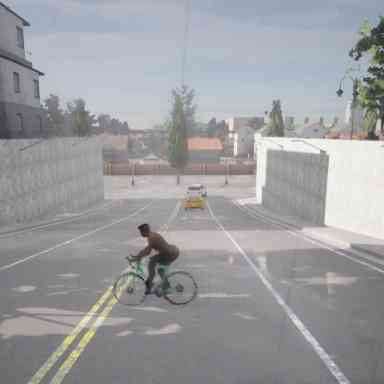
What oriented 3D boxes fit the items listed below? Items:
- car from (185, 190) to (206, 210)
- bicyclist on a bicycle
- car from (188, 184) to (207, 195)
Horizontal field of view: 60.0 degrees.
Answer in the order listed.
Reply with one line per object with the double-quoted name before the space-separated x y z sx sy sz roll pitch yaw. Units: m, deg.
"car" 0.237 0.990 36.137 1.882 1.535 5.008 0 4 0
"bicyclist on a bicycle" -0.733 1.432 6.461 1.656 1.620 0.582 -2 1 2
"car" 0.650 -0.099 46.570 2.150 2.045 5.566 1 7 9
